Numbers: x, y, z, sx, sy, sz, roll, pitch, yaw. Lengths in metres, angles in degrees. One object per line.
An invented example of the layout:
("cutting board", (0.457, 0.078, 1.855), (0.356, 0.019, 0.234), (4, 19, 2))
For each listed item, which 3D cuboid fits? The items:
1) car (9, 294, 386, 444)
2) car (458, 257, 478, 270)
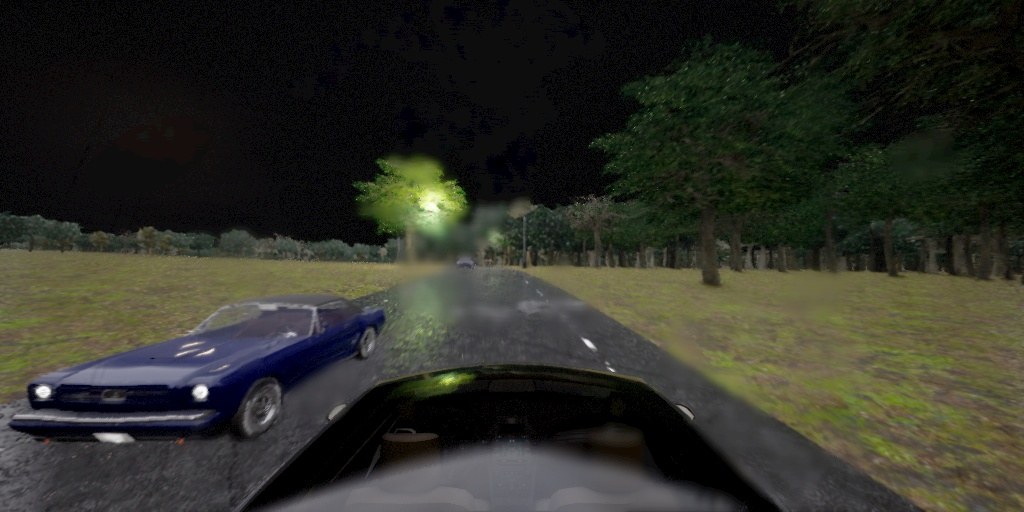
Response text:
("car", (-3.612, 1.325, 5.449), (1.895, 1.301, 4.718), (0, 0, 0))
("car", (-5.911, 0.949, 47.137), (2.097, 1.767, 4.553), (0, 0, -6))
